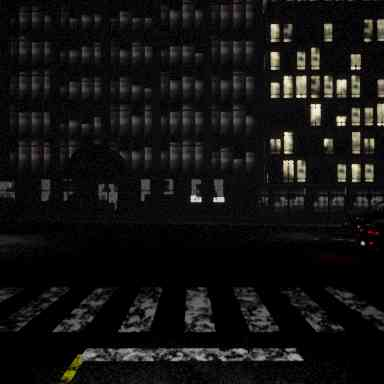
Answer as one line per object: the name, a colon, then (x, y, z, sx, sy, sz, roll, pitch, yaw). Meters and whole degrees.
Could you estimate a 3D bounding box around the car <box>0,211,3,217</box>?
car: (-15.301, 1.432, 21.879, 4.718, 1.301, 1.895, 1, -1, 1)

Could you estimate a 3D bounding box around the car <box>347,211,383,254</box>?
car: (8.428, 1.609, 11.690, 4.892, 1.490, 1.837, 1, 0, 0)

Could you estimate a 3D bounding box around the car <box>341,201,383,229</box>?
car: (11.300, 1.449, 18.372, 5.566, 2.045, 2.150, 1, -1, 1)
